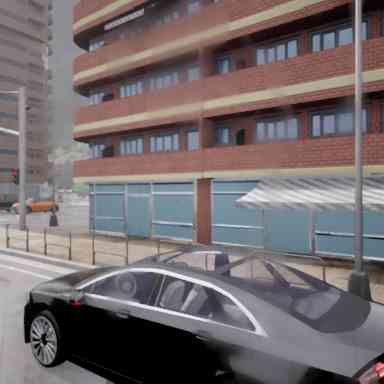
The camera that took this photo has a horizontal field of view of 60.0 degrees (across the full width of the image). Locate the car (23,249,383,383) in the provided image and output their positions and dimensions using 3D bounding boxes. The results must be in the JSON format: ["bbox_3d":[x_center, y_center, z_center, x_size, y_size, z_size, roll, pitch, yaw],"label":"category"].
[{"bbox_3d":[-0.172,1.491,4.112,4.902,1.511,2.128,0,0,35],"label":"car"}]

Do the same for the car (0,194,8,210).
[{"bbox_3d":[-20.174,1.212,35.029,2.150,2.045,5.566,0,0,35],"label":"car"}]

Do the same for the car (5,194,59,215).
[{"bbox_3d":[-16.249,1.343,34.471,2.097,1.767,4.553,0,0,36],"label":"car"}]
